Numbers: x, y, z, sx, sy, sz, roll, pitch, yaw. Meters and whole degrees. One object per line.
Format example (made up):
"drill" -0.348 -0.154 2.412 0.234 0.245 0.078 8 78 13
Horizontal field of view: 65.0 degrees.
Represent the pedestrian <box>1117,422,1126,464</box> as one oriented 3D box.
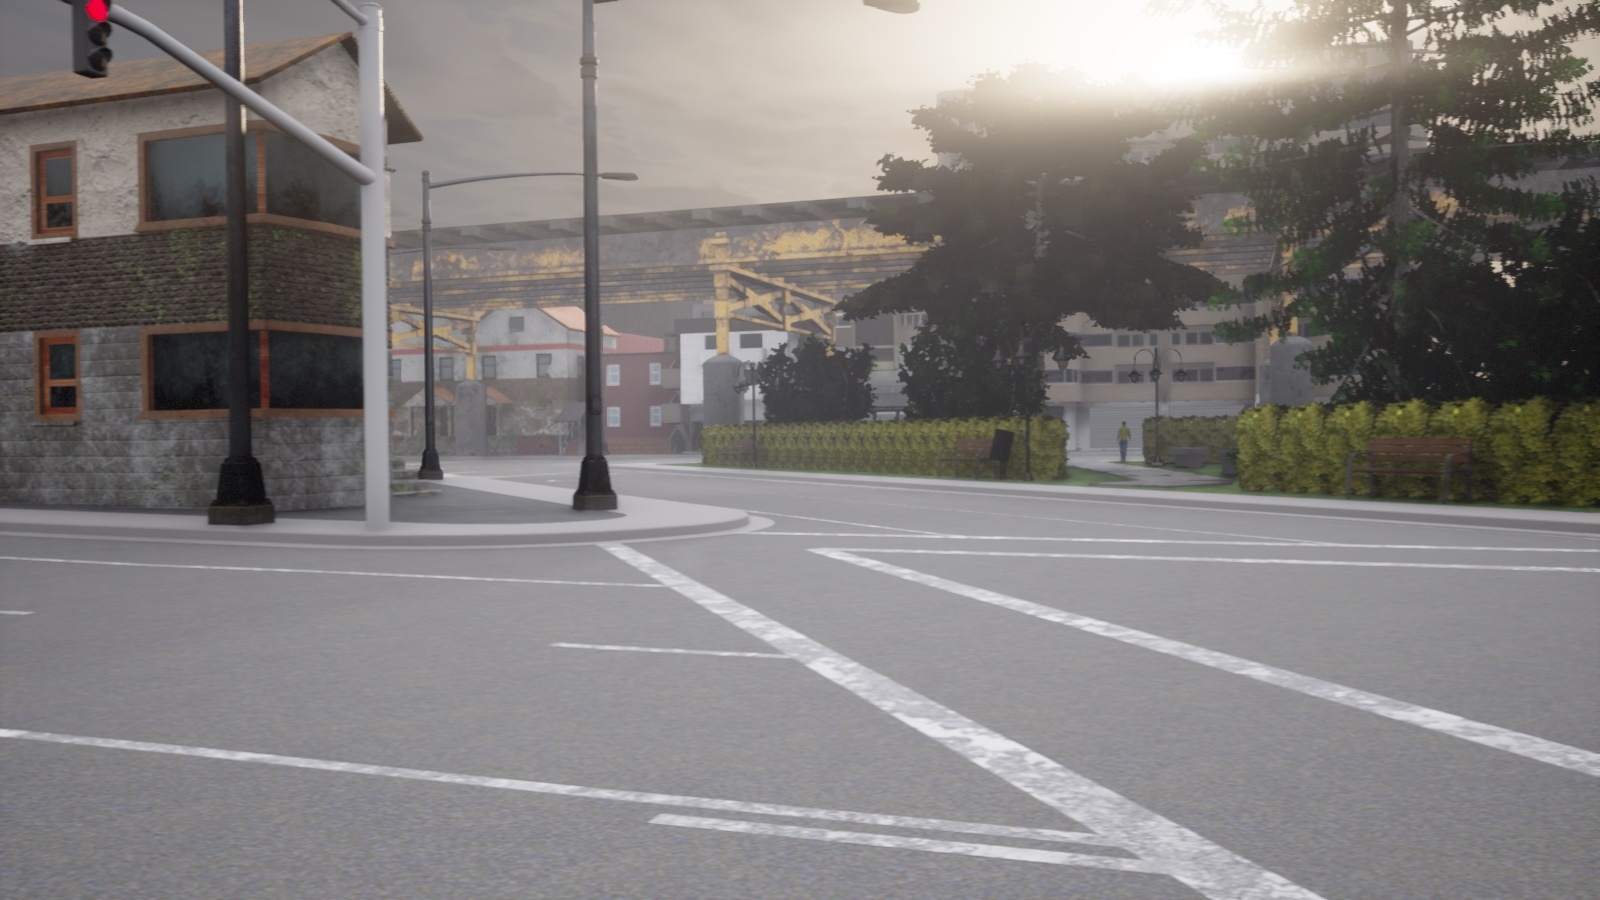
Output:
"pedestrian" 14.194 -0.307 55.432 0.354 1.836 0.706 0 1 14
